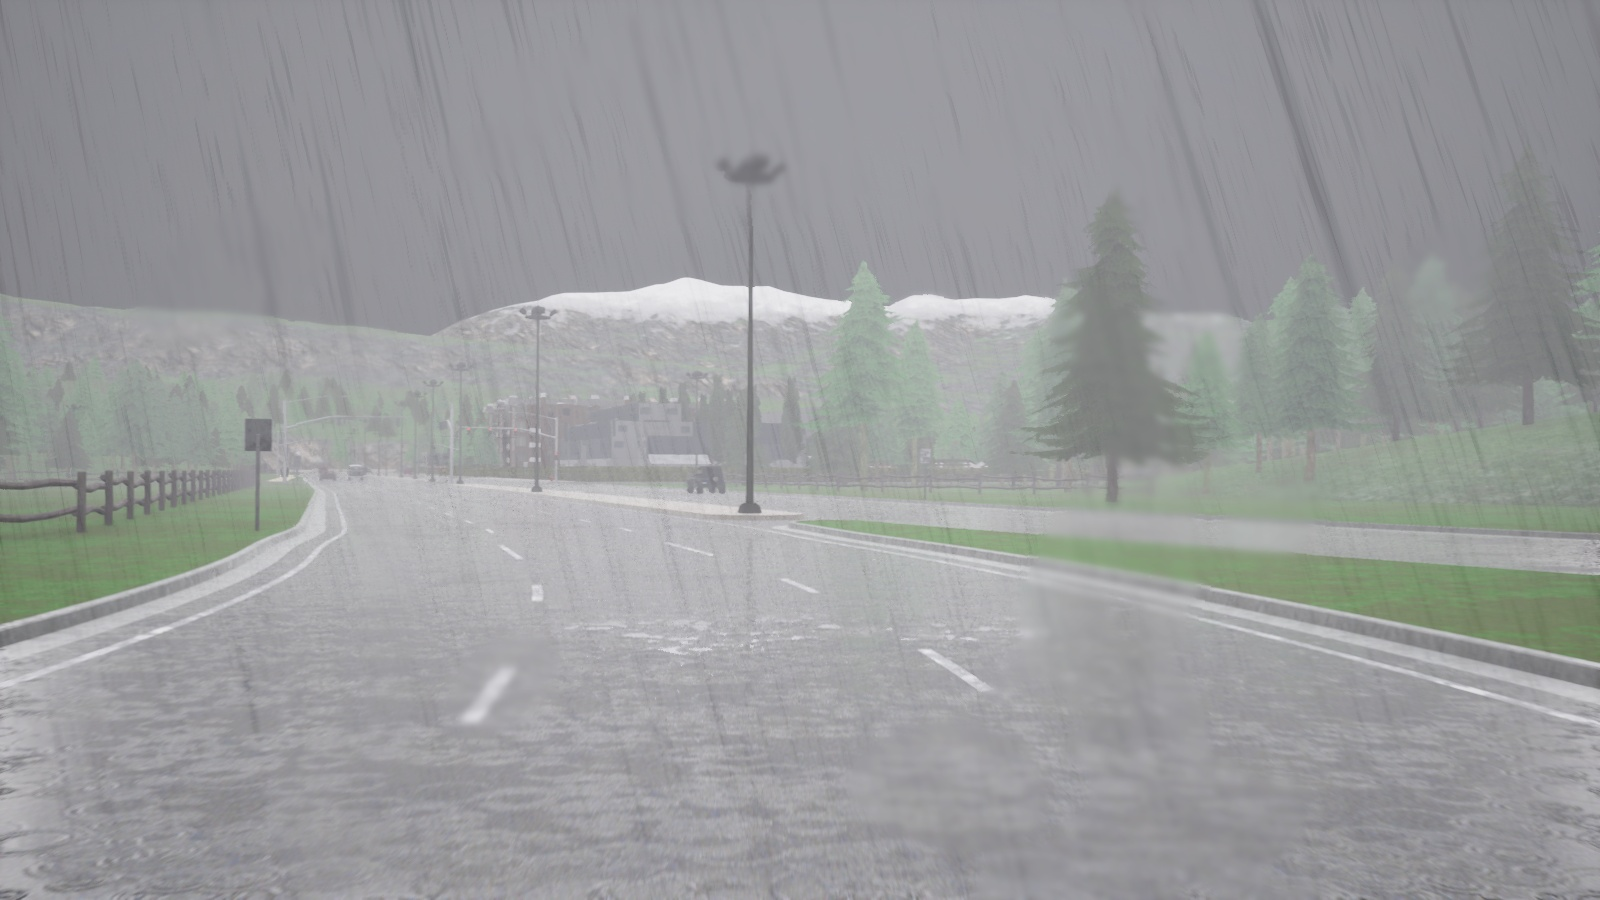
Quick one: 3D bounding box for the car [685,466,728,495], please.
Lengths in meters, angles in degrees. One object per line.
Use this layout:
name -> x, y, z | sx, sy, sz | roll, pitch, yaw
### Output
car -> -6.461, 2.077, 86.075 | 1.905, 1.878, 3.866 | 0, -1, -21
